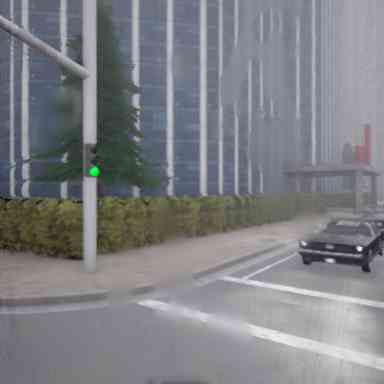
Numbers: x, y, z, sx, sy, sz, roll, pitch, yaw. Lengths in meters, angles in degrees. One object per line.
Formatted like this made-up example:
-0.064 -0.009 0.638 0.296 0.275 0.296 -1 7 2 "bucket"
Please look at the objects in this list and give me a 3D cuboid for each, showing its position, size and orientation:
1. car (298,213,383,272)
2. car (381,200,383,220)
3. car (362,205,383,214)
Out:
5.043 1.560 10.872 1.895 1.301 4.718 0 0 36 "car"
16.925 1.450 27.429 1.837 1.490 4.892 0 0 36 "car"
10.885 1.516 19.019 1.994 1.385 4.181 0 0 36 "car"
